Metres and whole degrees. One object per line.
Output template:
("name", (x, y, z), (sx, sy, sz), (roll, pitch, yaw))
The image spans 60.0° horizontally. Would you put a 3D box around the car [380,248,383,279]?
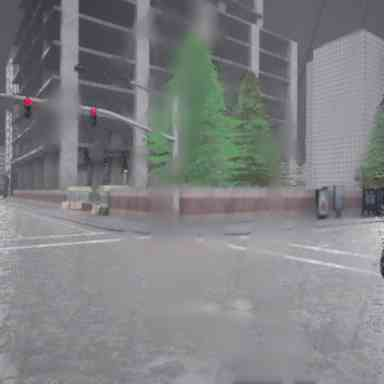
("car", (6.529, 1.594, 8.411), (4.674, 1.442, 1.812), (1, -1, -36))
